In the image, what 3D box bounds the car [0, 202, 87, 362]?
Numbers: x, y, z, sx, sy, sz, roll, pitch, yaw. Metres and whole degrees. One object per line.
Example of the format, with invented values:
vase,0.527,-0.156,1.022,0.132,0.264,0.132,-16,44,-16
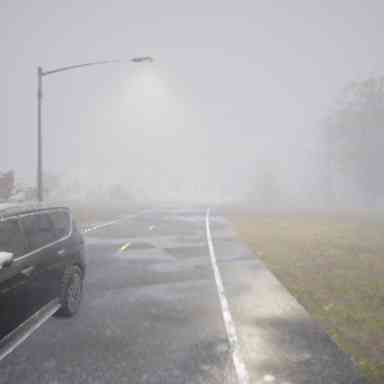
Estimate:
car,-3.168,1.213,4.427,2.150,2.045,5.566,0,0,1
